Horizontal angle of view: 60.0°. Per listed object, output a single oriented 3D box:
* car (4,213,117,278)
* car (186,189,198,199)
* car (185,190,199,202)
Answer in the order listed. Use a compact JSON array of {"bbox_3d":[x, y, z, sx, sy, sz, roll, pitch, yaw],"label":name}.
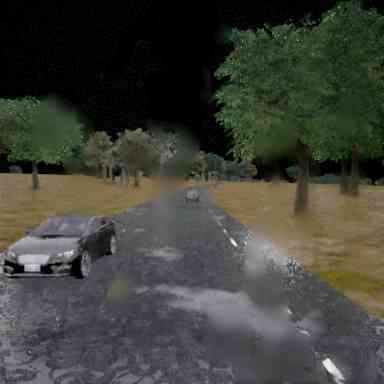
[{"bbox_3d":[-3.561,1.411,9.897,2.128,1.511,4.902,0,0,0],"label":"car"},{"bbox_3d":[0.020,0.336,59.651,2.128,1.511,4.902,0,2,0],"label":"car"},{"bbox_3d":[0.017,0.659,49.238,2.128,1.511,4.902,0,2,0],"label":"car"}]
